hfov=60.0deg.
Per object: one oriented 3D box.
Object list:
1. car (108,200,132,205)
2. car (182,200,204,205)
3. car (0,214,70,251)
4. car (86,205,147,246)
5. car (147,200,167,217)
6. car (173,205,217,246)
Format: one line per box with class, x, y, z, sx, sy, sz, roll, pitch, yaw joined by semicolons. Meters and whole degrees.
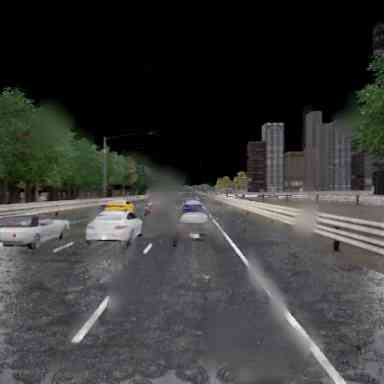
car;-6.905;1.483;32.119;1.882;1.535;5.008;0;0;0
car;0.095;1.483;32.148;1.882;1.535;5.008;0;0;0
car;-6.903;1.603;14.171;1.895;1.301;4.718;0;0;0
car;-3.403;1.528;15.160;1.812;1.442;4.674;0;0;0
car;-3.403;1.531;31.736;1.812;1.442;4.674;0;0;0
car;0.113;1.528;15.135;1.812;1.442;4.674;0;0;0
